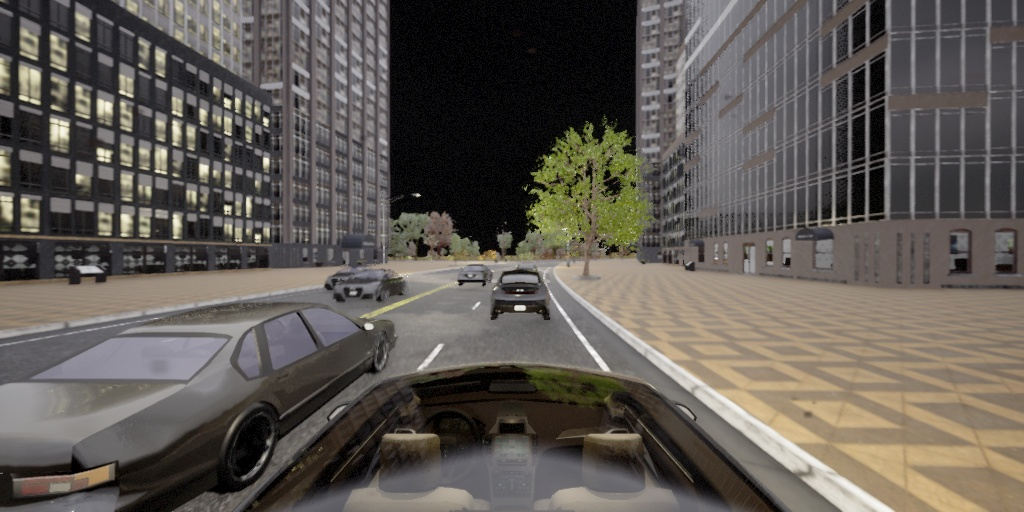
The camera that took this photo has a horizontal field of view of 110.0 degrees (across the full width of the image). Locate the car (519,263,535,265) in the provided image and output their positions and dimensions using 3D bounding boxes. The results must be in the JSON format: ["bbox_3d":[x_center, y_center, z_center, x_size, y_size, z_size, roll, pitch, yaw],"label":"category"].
[{"bbox_3d":[1.320,1.300,31.121,1.895,1.301,4.718,0,0,5],"label":"car"}]

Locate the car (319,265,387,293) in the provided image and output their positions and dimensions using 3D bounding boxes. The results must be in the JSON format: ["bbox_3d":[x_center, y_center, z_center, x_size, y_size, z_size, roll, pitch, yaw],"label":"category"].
[{"bbox_3d":[-9.256,1.276,21.333,1.994,1.385,4.181,0,0,3],"label":"car"}]

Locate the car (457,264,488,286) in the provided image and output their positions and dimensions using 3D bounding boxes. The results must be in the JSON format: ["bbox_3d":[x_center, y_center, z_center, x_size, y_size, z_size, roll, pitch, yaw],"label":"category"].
[{"bbox_3d":[-2.414,1.255,24.566,2.033,1.411,5.357,0,0,4],"label":"car"}]

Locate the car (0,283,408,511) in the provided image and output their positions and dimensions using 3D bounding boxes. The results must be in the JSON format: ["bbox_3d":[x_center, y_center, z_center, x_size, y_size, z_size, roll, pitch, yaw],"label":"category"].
[{"bbox_3d":[-3.123,1.292,4.454,2.033,1.411,5.357,0,0,1],"label":"car"}]

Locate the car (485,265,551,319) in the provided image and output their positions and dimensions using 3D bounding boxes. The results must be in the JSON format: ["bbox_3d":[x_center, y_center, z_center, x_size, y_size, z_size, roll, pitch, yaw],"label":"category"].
[{"bbox_3d":[0.301,1.234,12.664,1.837,1.490,4.892,0,0,2],"label":"car"}]

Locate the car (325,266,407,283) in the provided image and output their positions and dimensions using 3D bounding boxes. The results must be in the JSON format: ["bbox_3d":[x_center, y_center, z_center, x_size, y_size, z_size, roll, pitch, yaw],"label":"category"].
[{"bbox_3d":[-6.253,1.285,16.290,1.994,1.385,4.181,0,0,3],"label":"car"}]
